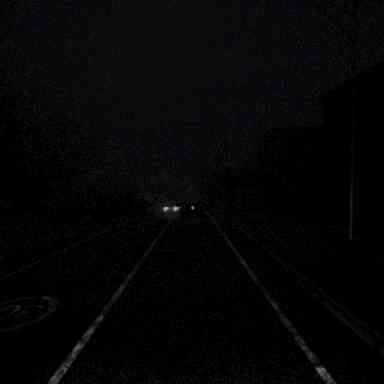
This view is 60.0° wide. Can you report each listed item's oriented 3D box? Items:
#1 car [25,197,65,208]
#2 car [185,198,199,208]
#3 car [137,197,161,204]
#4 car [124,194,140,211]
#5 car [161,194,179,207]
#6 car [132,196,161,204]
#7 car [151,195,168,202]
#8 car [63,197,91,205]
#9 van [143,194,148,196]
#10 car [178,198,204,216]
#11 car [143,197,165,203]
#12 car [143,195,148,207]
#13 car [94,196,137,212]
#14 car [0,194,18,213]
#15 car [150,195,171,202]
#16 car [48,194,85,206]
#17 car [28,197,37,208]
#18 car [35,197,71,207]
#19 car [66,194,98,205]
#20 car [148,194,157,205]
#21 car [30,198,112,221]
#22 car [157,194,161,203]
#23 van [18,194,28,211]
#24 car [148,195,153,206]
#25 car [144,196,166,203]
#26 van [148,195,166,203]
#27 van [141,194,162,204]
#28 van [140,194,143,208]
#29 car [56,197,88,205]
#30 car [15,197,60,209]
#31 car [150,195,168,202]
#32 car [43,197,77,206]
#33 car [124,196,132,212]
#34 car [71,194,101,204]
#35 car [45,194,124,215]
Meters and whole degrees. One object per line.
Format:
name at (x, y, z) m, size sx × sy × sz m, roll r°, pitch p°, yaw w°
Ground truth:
car at (-21.946, 1.554, 49.779) m, size 5.008 × 1.535 × 2.097 m, roll 0°, pitch 0°, yaw 0°
car at (-0.016, 1.648, 51.845) m, size 2.033 × 1.411 × 5.357 m, roll 0°, pitch 0°, yaw 0°
car at (-8.934, 1.755, 69.535) m, size 4.792 × 1.488 × 2.163 m, roll 0°, pitch -1°, yaw 0°
car at (-8.885, 1.204, 35.903) m, size 5.566 × 2.045 × 2.435 m, roll 0°, pitch 0°, yaw 0°
car at (-3.336, 1.337, 54.021) m, size 2.150 × 2.045 × 5.566 m, roll 0°, pitch 0°, yaw 0°
car at (-9.086, 1.693, 66.732) m, size 5.366 × 1.575 × 1.946 m, roll 0°, pitch -1°, yaw 0°
car at (-8.912, 1.836, 91.962) m, size 4.553 × 1.767 × 2.185 m, roll 0°, pitch -1°, yaw 0°
car at (-21.972, 1.706, 63.579) m, size 4.674 × 1.452 × 2.002 m, roll 0°, pitch -1°, yaw 0°
van at (-8.984, 1.308, 47.115) m, size 4.442 × 1.987 × 1.878 m, roll 0°, pitch 0°, yaw 0°
car at (0.072, 1.465, 32.023) m, size 2.163 × 1.488 × 4.792 m, roll 0°, pitch 0°, yaw 0°
car at (-8.890, 1.844, 77.945) m, size 4.792 × 1.488 × 2.163 m, roll 0°, pitch -1°, yaw 0°
car at (-8.858, 1.514, 44.311) m, size 4.892 × 1.521 × 2.231 m, roll 0°, pitch 0°, yaw 0°
car at (-8.826, 1.347, 38.703) m, size 4.553 × 1.767 × 2.185 m, roll 0°, pitch 0°, yaw 0°
car at (-21.905, 1.330, 35.856) m, size 4.553 × 1.767 × 2.185 m, roll 0°, pitch 0°, yaw 0°
car at (-8.919, 1.740, 94.766) m, size 5.566 × 2.045 × 2.435 m, roll 0°, pitch -1°, yaw 0°
car at (-21.938, 1.366, 58.134) m, size 5.566 × 2.045 × 2.435 m, roll 0°, pitch 0°, yaw 0°
car at (-21.941, 1.554, 44.208) m, size 4.674 × 1.452 × 2.002 m, roll 0°, pitch 0°, yaw 0°
car at (-21.927, 1.605, 52.564) m, size 4.792 × 1.488 × 2.163 m, roll 0°, pitch 0°, yaw 0°
car at (-21.951, 1.444, 66.489) m, size 5.566 × 2.045 × 2.435 m, roll 0°, pitch -1°, yaw 0°
car at (-8.905, 1.323, 52.722) m, size 5.566 × 2.045 × 2.435 m, roll 0°, pitch 0°, yaw 0°
car at (-8.850, 1.414, 24.692) m, size 4.892 × 1.521 × 2.231 m, roll 0°, pitch 0°, yaw 0°
car at (-8.890, 1.668, 63.933) m, size 5.008 × 1.535 × 2.097 m, roll 0°, pitch -1°, yaw 0°
van at (-22.054, 1.247, 38.637) m, size 4.442 × 1.987 × 1.878 m, roll 0°, pitch 0°, yaw 0°
car at (-8.867, 1.554, 49.917) m, size 5.008 × 1.535 × 2.097 m, roll 0°, pitch 0°, yaw 0°
car at (-8.919, 1.843, 80.748) m, size 5.008 × 1.535 × 2.097 m, roll 0°, pitch -1°, yaw 0°
van at (-8.812, 1.647, 83.554) m, size 4.442 × 1.987 × 1.878 m, roll 0°, pitch -1°, yaw 0°
van at (-8.793, 1.529, 72.341) m, size 4.442 × 1.987 × 1.878 m, roll 0°, pitch -1°, yaw 0°
van at (-8.745, 1.267, 41.508) m, size 4.442 × 1.987 × 1.878 m, roll 0°, pitch 0°, yaw 0°
car at (-21.965, 1.642, 60.919) m, size 5.008 × 1.535 × 2.097 m, roll 0°, pitch -1°, yaw 0°
car at (-21.762, 1.531, 46.993) m, size 5.366 × 1.575 × 1.946 m, roll 0°, pitch 0°, yaw 0°
car at (-8.907, 1.806, 89.159) m, size 4.553 × 1.767 × 2.185 m, roll 0°, pitch -1°, yaw 0°
car at (-21.990, 1.625, 55.349) m, size 4.792 × 1.488 × 2.163 m, roll 0°, pitch 0°, yaw 0°
car at (-8.862, 1.440, 33.097) m, size 4.892 × 1.521 × 2.231 m, roll 0°, pitch 0°, yaw 0°
car at (-21.956, 1.472, 69.151) m, size 5.566 × 2.045 × 2.435 m, roll 0°, pitch -1°, yaw 0°
car at (-8.884, 1.167, 27.493) m, size 5.566 × 2.045 × 2.435 m, roll 0°, pitch 0°, yaw 0°
